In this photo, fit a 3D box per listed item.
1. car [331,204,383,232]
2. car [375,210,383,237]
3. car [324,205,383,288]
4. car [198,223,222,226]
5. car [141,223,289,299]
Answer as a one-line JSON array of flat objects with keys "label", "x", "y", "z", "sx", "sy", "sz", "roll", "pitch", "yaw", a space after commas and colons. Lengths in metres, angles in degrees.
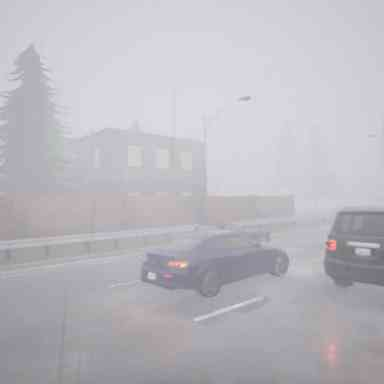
[{"label": "car", "x": 12.198, "y": 1.790, "z": 24.128, "sx": 4.553, "sy": 1.767, "sz": 2.097, "roll": 0, "pitch": -2, "yaw": -42}, {"label": "car", "x": 13.035, "y": 1.818, "z": 20.174, "sx": 4.892, "sy": 1.490, "sz": 1.837, "roll": 1, "pitch": -2, "yaw": -42}, {"label": "car", "x": 5.615, "y": 1.367, "z": 8.829, "sx": 5.566, "sy": 2.045, "sz": 2.150, "roll": 0, "pitch": -2, "yaw": -42}, {"label": "car", "x": 1.444, "y": 1.979, "z": 14.471, "sx": 4.718, "sy": 1.301, "sz": 1.895, "roll": 0, "pitch": -2, "yaw": -42}, {"label": "car", "x": 0.796, "y": 1.772, "z": 9.191, "sx": 4.674, "sy": 1.442, "sz": 1.812, "roll": 0, "pitch": -2, "yaw": -42}]
